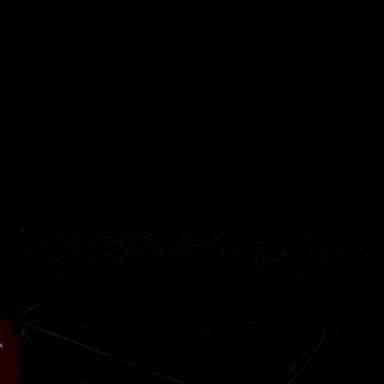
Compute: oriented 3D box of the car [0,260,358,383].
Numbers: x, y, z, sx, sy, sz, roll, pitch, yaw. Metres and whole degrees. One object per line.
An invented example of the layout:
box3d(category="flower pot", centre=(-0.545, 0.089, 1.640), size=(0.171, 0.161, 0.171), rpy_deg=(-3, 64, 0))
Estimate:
box3d(category="car", centre=(-0.628, 1.462, 3.411), size=(4.097, 1.590, 1.967), rpy_deg=(-1, 0, 36))
